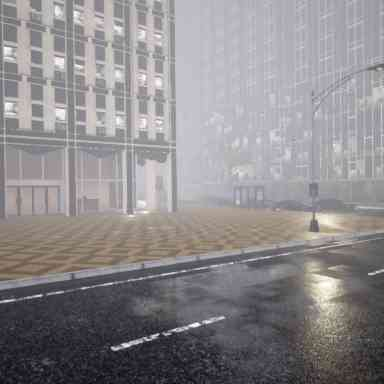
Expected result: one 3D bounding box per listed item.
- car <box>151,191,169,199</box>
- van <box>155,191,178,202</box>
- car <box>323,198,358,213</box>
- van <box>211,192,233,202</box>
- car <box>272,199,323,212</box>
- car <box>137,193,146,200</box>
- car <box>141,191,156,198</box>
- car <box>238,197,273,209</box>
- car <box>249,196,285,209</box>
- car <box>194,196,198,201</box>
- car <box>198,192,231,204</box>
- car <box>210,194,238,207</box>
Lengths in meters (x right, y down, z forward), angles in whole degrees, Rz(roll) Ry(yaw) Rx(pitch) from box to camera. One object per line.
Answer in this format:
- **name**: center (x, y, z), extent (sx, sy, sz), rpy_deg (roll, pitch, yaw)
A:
- **car**: center (-7.554, 0.615, 77.888), extent (2.192, 1.841, 5.009), rpy_deg (0, 1, -35)
- **van**: center (-4.789, 0.937, 59.094), extent (1.690, 1.788, 3.998), rpy_deg (0, 1, -35)
- **car**: center (14.976, 1.365, 34.936), extent (1.812, 1.442, 4.674), rpy_deg (-1, 1, -34)
- **van**: center (5.336, 0.855, 59.162), extent (1.690, 1.788, 3.998), rpy_deg (0, 1, -35)
- **car**: center (11.217, 1.424, 35.615), extent (1.947, 1.339, 4.313), rpy_deg (0, 1, -35)
- **car**: center (-11.235, 1.039, 68.459), extent (2.008, 1.369, 4.403), rpy_deg (0, 1, -35)
- **car**: center (-10.777, 0.686, 82.571), extent (1.967, 1.590, 4.097), rpy_deg (0, 1, -35)
- **car**: center (8.009, 1.388, 40.309), extent (1.802, 1.307, 4.206), rpy_deg (0, 1, -35)
- **car**: center (9.579, 1.316, 42.773), extent (1.994, 1.385, 4.181), rpy_deg (-1, 1, -35)
- **car**: center (2.114, 1.043, 63.846), extent (1.802, 1.307, 4.206), rpy_deg (0, 1, -35)
- **car**: center (3.689, 1.205, 51.348), extent (2.033, 1.411, 5.357), rpy_deg (-1, 1, -34)
- **car**: center (4.834, 1.319, 45.023), extent (1.947, 1.339, 4.313), rpy_deg (0, 1, -35)
